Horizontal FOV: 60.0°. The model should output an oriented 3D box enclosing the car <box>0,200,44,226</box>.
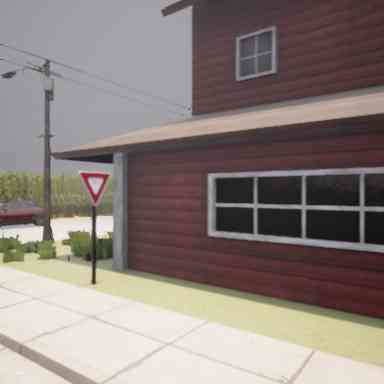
[{"bbox_3d":[-11.688,1.356,20.979,2.097,1.767,4.553,0,0,36],"label":"car"}]
